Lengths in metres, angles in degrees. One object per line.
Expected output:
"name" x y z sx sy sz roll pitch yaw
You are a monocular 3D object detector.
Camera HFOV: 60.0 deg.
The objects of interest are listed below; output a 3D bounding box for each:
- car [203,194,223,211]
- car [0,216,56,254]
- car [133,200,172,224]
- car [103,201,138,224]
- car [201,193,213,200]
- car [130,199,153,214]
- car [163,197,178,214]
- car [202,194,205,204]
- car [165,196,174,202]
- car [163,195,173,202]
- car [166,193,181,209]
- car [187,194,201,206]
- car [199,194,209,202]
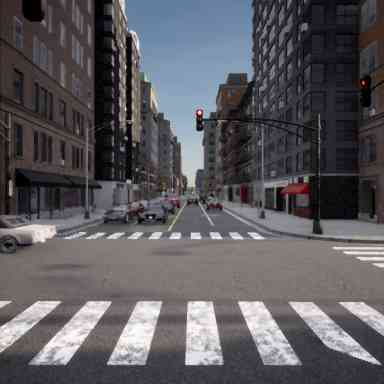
"car" 2.694 1.435 41.108 1.967 1.590 4.097 0 0 0
"car" -7.958 1.575 12.865 4.718 1.301 1.895 0 0 0
"car" -2.815 1.563 24.729 1.994 1.385 4.181 0 0 0
"car" -5.354 1.550 24.764 2.008 1.369 4.403 0 0 0
"car" 3.065 1.213 61.823 2.150 2.045 5.566 0 0 0
"car" -5.339 1.522 35.502 1.752 1.417 4.829 0 0 0
"car" -2.799 1.561 34.703 1.994 1.385 4.181 0 0 0
"car" 3.095 1.492 54.793 1.837 1.490 4.892 0 0 0
"car" -5.279 1.562 79.302 1.802 1.307 4.206 0 0 0
"car" -5.287 1.505 73.679 1.752 1.417 4.829 0 0 0
"car" -2.768 1.213 46.741 2.150 2.045 5.566 0 0 1
"car" 0.127 1.493 54.884 1.837 1.490 4.892 0 0 0
"car" 2.744 1.295 79.288 2.192 1.841 5.009 0 0 0
